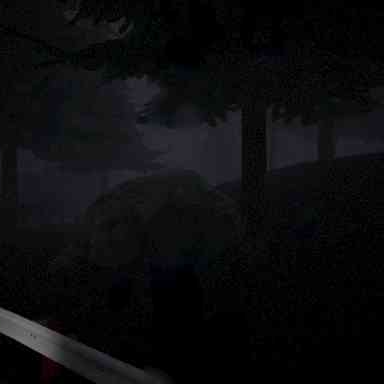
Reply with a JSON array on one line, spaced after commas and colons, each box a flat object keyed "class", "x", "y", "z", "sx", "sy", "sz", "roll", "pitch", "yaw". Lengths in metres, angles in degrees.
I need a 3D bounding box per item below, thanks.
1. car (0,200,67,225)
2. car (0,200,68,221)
[{"class": "car", "x": -11.338, "y": 1.510, "z": 24.064, "sx": 1.812, "sy": 1.442, "sz": 4.674, "roll": 0, "pitch": 0, "yaw": 36}, {"class": "car", "x": -13.130, "y": 1.489, "z": 27.927, "sx": 1.837, "sy": 1.490, "sz": 4.892, "roll": 0, "pitch": 0, "yaw": 36}]
